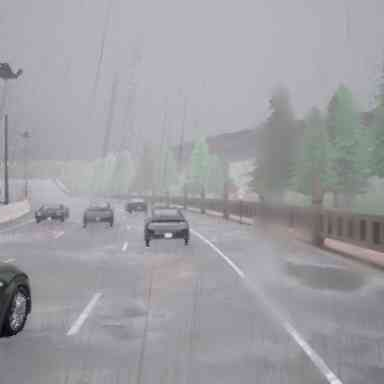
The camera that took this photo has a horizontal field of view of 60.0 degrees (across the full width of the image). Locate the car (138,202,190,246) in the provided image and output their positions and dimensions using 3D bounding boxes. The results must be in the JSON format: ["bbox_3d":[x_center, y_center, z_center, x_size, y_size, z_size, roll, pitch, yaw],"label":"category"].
[{"bbox_3d":[-1.246,1.429,15.044,2.128,1.511,4.902,0,0,-8],"label":"car"}]

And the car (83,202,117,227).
[{"bbox_3d":[-6.127,1.417,22.236,2.128,1.511,4.902,0,0,-12],"label":"car"}]

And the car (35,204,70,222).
[{"bbox_3d":[-10.349,1.532,24.953,1.895,1.301,4.718,0,0,-15],"label":"car"}]

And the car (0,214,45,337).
[{"bbox_3d":[-3.673,1.350,3.731,2.097,1.767,4.553,0,0,-2],"label":"car"}]

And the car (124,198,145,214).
[{"bbox_3d":[-5.743,1.350,33.850,1.882,1.535,5.008,0,0,-18],"label":"car"}]
